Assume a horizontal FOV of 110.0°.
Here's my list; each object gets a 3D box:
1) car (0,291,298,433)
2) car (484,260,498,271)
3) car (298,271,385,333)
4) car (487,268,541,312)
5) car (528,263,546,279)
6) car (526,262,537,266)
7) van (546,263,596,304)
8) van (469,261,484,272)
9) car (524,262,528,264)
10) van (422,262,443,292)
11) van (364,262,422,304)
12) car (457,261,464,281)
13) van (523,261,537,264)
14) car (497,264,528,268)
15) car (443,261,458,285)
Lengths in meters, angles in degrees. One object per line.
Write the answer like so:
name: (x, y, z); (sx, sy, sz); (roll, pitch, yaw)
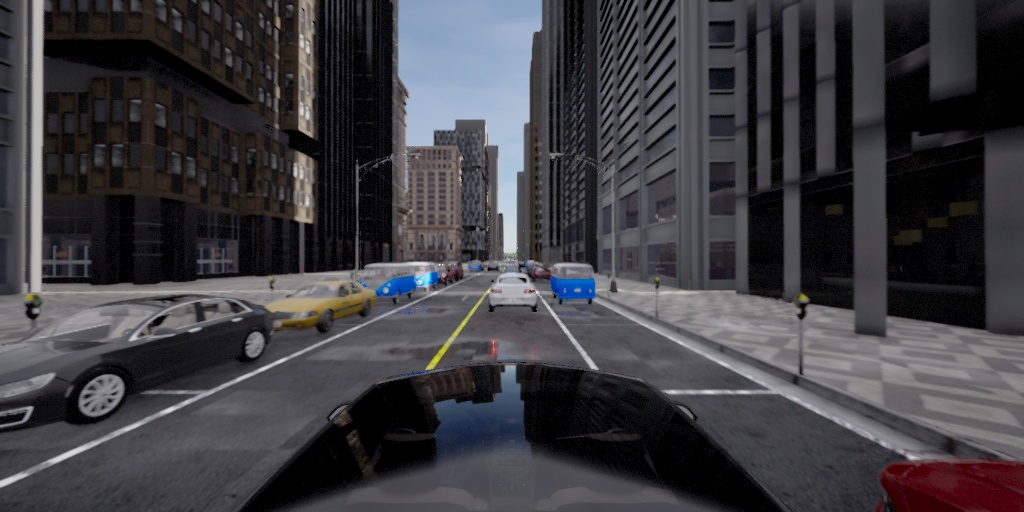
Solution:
car: (-5.761, 1.338, 5.668); (2.007, 1.370, 4.403); (0, 0, 0)
car: (-3.045, 1.794, 58.619); (1.837, 1.490, 4.892); (0, -1, 0)
car: (-5.760, 1.367, 11.138); (1.751, 1.417, 4.829); (0, 0, 0)
car: (0.056, 1.400, 14.881); (1.812, 1.442, 4.674); (0, 0, 1)
car: (2.771, 1.638, 33.872); (1.802, 1.307, 4.207); (0, 0, 0)
car: (2.773, 1.691, 39.513); (1.802, 1.307, 4.207); (0, 0, 0)
van: (2.767, 1.236, 16.951); (1.690, 1.789, 3.998); (0, 0, 0)
van: (-5.748, 1.610, 56.433); (1.690, 1.789, 3.998); (0, 0, 0)
car: (2.774, 1.728, 45.153); (1.948, 1.339, 4.313); (0, 0, 0)
van: (-5.757, 1.290, 22.589); (1.690, 1.789, 3.998); (0, 0, 0)
van: (-5.758, 1.236, 16.948); (1.690, 1.789, 3.998); (0, 0, 0)
car: (-5.754, 1.371, 33.871); (2.192, 1.841, 5.009); (0, 0, 0)
van: (2.776, 1.556, 50.794); (1.690, 1.789, 3.998); (0, 0, 0)
car: (0.057, 1.579, 29.509); (1.994, 1.385, 4.181); (0, 0, 1)
car: (-5.755, 1.442, 28.229); (1.967, 1.591, 4.097); (0, 0, 0)
